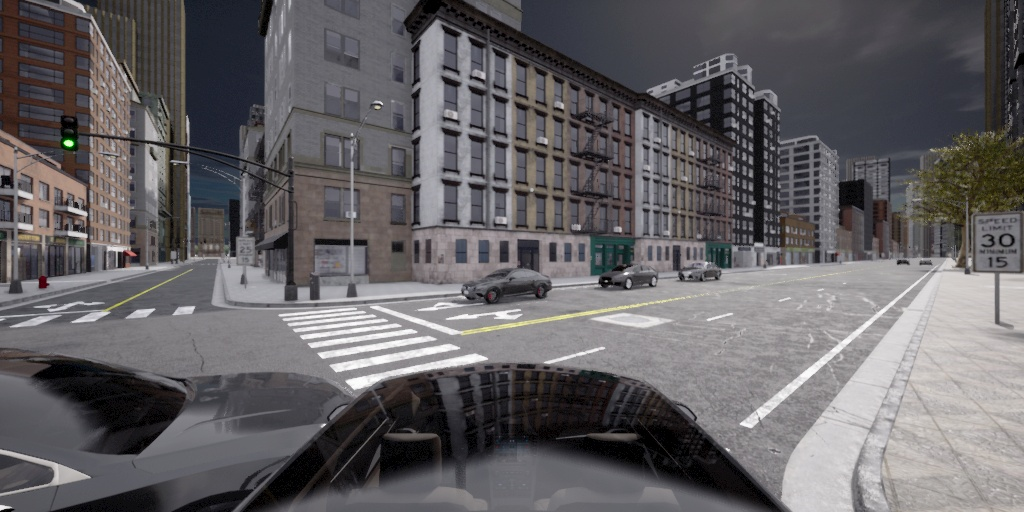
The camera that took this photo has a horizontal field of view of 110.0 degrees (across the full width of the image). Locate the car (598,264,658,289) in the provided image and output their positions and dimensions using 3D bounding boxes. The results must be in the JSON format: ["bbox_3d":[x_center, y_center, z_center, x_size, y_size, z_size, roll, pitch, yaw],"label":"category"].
[{"bbox_3d":[7.513,1.253,22.957,4.892,1.490,1.837,0,0,-39],"label":"car"}]

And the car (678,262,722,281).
[{"bbox_3d":[15.484,1.228,29.476,4.902,1.511,2.128,0,0,-39],"label":"car"}]

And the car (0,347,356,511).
[{"bbox_3d":[-3.233,1.257,1.695,4.892,1.490,1.837,0,0,-35],"label":"car"}]

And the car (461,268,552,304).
[{"bbox_3d":[-0.140,1.283,16.686,4.674,1.442,1.812,0,0,-39],"label":"car"}]
